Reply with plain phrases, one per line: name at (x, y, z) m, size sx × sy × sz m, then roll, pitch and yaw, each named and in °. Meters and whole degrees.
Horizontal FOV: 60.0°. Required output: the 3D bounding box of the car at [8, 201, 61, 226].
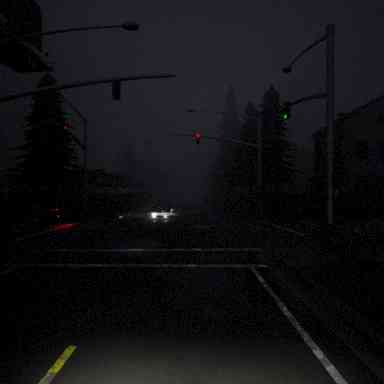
car at (-11.070, 1.317, 21.461) m, size 4.902 × 1.511 × 2.128 m, roll 1°, pitch 0°, yaw -1°

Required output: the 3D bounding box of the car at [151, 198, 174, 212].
car at (-3.477, 1.564, 38.045) m, size 1.994 × 1.385 × 4.181 m, roll 0°, pitch 0°, yaw 0°
